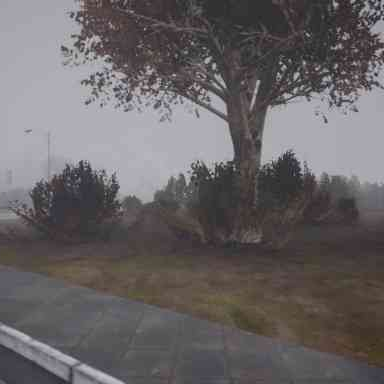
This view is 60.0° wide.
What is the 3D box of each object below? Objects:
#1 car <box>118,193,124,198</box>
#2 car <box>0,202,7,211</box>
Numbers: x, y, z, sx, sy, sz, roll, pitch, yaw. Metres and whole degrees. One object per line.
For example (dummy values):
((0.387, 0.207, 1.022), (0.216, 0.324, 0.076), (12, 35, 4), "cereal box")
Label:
((-11.086, 1.344, 51.461), (1.882, 1.535, 5.008), (0, 0, 33), "car")
((-22.027, 1.417, 34.661), (2.033, 1.411, 5.357), (0, 0, 33), "car")
